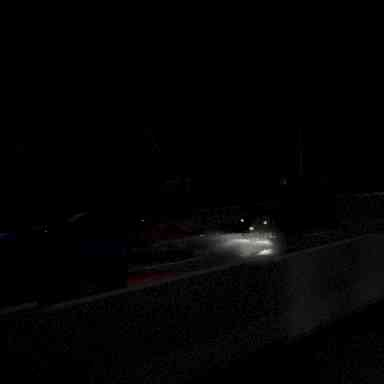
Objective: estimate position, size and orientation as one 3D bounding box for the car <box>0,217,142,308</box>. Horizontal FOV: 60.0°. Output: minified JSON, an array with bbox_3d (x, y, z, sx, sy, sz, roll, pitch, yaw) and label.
[{"bbox_3d":[-3.605,1.472,5.718,5.008,1.535,1.882,-1,1,-35],"label":"car"}]

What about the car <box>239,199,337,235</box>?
[{"bbox_3d":[4.731,1.048,15.908,5.357,1.411,2.033,-4,2,-35],"label":"car"}]

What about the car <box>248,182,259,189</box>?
[{"bbox_3d":[8.655,-0.480,56.390,1.882,1.535,5.008,-4,2,-35],"label":"car"}]

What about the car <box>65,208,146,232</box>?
[{"bbox_3d":[-4.192,1.419,13.865,4.674,1.442,1.812,-2,1,-35],"label":"car"}]
